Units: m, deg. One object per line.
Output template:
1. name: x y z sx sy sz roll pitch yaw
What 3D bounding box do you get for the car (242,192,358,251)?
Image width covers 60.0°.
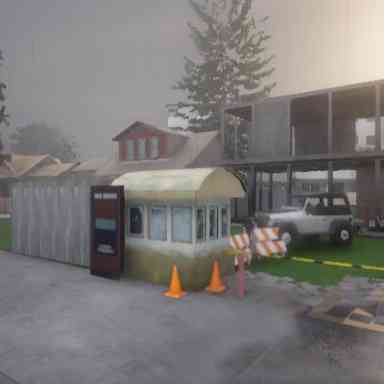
1. car: 3.870 0.942 11.707 3.866 1.878 1.905 0 0 -19
